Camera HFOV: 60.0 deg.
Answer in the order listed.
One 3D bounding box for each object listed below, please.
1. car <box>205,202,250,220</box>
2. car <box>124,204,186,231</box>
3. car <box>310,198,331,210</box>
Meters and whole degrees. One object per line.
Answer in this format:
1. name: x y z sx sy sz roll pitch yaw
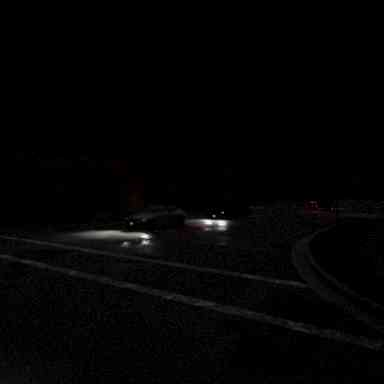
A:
1. car: 3.255 1.550 29.022 2.033 1.411 5.357 0 0 34
2. car: -2.164 1.529 20.952 1.812 1.442 4.674 0 0 34
3. car: 16.178 1.501 41.840 1.837 1.490 4.892 0 -2 31
